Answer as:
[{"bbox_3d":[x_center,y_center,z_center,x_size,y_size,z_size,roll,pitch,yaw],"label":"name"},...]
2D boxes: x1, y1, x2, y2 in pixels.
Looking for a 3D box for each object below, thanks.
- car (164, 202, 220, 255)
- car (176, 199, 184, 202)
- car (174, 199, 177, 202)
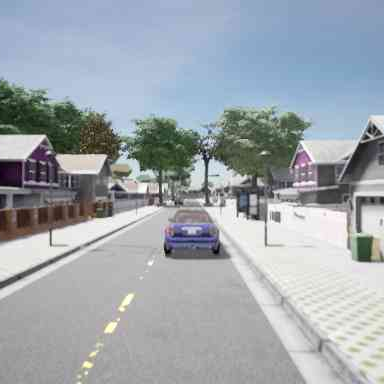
[{"bbox_3d":[0.001,1.483,14.073,2.097,1.767,4.553,0,-1,0],"label":"car"},{"bbox_3d":[-0.001,1.625,29.070,2.097,1.767,4.553,0,-1,0],"label":"car"},{"bbox_3d":[-2.754,2.133,69.770,1.882,1.535,5.008,0,-1,0],"label":"car"}]
